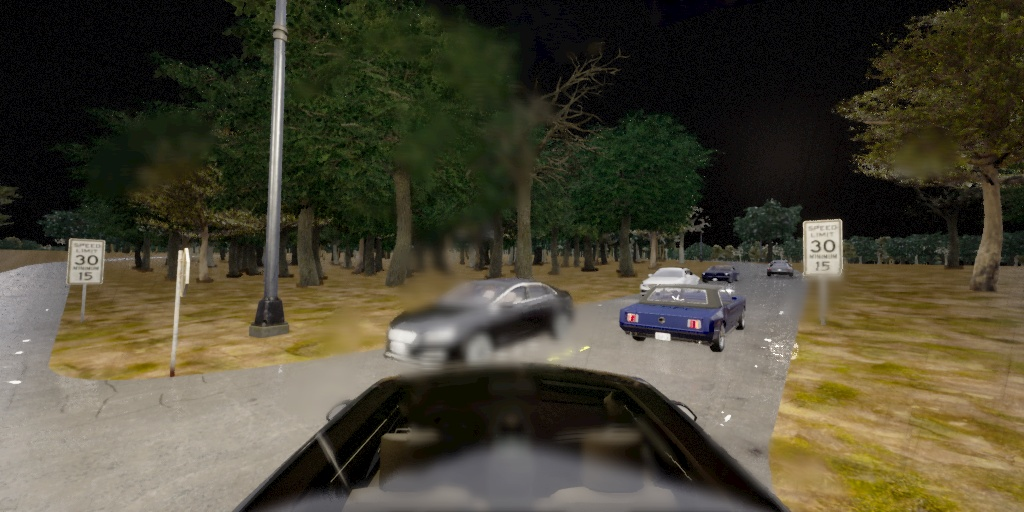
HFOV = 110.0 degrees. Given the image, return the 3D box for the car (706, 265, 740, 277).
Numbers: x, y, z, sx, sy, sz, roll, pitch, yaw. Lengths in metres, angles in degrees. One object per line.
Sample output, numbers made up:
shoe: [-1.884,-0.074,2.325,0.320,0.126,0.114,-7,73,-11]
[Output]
car: [15.820,1.362,27.165,1.895,1.301,4.718,-1,0,40]

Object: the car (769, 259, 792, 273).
car: [31.819,1.153,42.629,2.128,1.511,4.902,-1,0,36]

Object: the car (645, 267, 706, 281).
car: [8.005,1.304,17.918,1.812,1.442,4.674,-1,-1,40]

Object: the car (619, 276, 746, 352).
car: [4.506,1.348,8.983,1.895,1.301,4.718,-1,-1,40]

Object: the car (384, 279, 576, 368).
car: [-0.365,1.280,7.909,2.128,1.511,4.902,-1,-1,38]

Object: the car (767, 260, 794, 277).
car: [25.866,1.257,34.586,1.994,1.385,4.181,-1,0,38]
